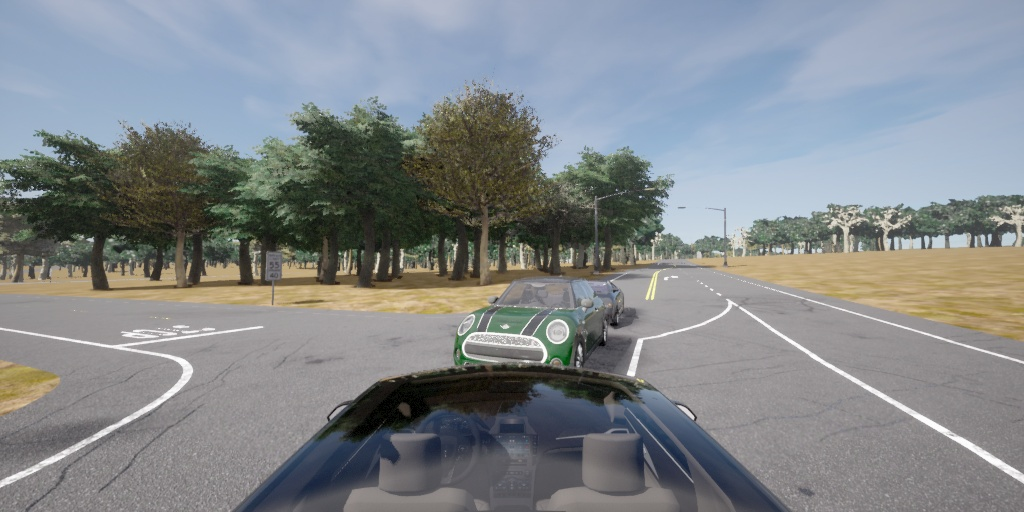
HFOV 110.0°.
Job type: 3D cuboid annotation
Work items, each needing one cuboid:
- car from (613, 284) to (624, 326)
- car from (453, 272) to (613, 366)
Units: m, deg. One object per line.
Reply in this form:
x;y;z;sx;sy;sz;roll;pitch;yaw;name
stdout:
2.895;1.555;12.918;1.994;1.385;4.181;-2;0;22;car
0.674;1.222;7.484;2.097;1.767;4.553;-1;-2;22;car
